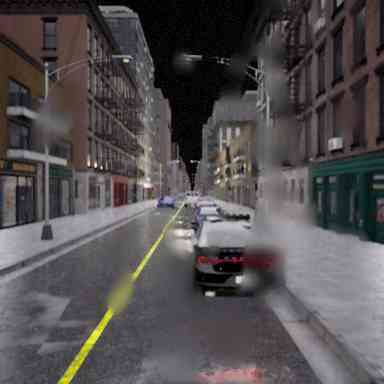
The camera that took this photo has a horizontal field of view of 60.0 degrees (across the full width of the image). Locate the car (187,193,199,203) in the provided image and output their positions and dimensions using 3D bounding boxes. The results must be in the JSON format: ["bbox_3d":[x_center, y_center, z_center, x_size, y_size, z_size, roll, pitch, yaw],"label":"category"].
[{"bbox_3d":[0.127,1.073,59.485,2.097,1.767,4.553,0,0,0],"label":"car"}]

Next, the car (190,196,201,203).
[{"bbox_3d":[0.952,1.325,24.481,1.882,1.535,5.008,0,0,0],"label":"car"}]

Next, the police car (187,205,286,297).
[{"bbox_3d":[0.918,1.366,8.590,1.930,1.638,5.238,0,0,0],"label":"police car"}]

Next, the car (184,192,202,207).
[{"bbox_3d":[0.106,0.984,45.528,2.150,2.045,5.566,0,0,1],"label":"car"}]

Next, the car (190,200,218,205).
[{"bbox_3d":[0.939,1.406,18.481,1.812,1.442,4.674,0,0,0],"label":"car"}]

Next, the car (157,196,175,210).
[{"bbox_3d":[-3.013,1.260,39.621,1.882,1.535,5.008,0,0,0],"label":"car"}]
